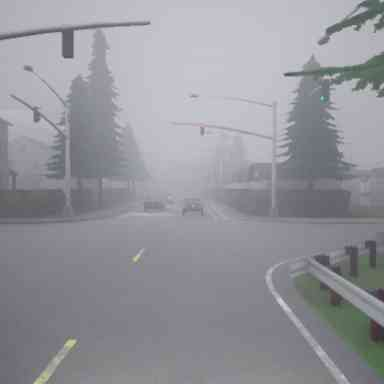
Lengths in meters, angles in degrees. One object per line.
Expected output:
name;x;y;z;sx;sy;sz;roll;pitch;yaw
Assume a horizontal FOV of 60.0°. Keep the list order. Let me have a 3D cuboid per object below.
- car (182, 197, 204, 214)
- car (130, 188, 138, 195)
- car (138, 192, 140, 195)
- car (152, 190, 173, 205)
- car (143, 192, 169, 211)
car;0.086;1.151;29.068;2.033;1.411;5.357;0;1;0
car;-16.822;-0.111;87.424;3.866;1.878;1.905;0;1;-1
car;-16.233;0.128;90.756;3.806;1.475;1.970;0;1;-1
car;-3.604;0.755;43.900;2.097;1.767;4.553;0;1;0
car;-3.605;1.030;32.846;1.882;1.535;5.008;0;1;0
